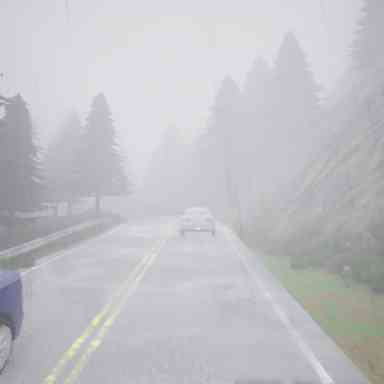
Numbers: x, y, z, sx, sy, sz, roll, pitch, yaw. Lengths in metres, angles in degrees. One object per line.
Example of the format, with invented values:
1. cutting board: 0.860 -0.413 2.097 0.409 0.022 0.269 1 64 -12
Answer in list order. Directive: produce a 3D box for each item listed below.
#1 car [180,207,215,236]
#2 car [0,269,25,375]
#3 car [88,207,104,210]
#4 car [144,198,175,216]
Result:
1. car: 0.289 1.572 18.764 1.812 1.442 4.674 0 0 0
2. car: -3.274 1.483 2.584 1.882 1.535 5.008 0 0 0
3. car: -13.003 2.841 45.965 1.837 1.490 4.892 5 -10 -44
4. car: -3.816 1.764 38.752 2.150 2.045 5.566 3 -5 -25
